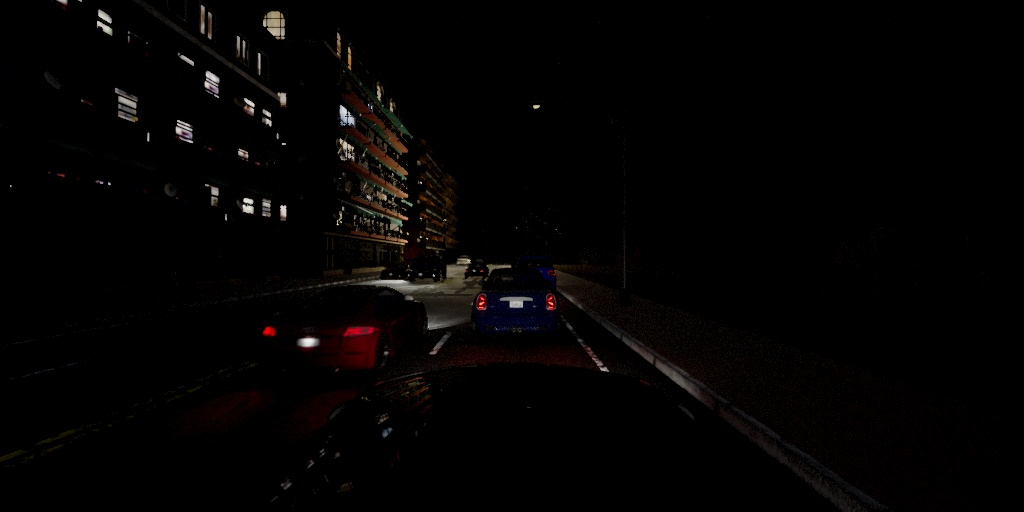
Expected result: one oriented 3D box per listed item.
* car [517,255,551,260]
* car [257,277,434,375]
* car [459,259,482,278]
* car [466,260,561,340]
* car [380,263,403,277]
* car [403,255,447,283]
[{"bbox_3d":[1.137,0.977,19.747,2.150,2.045,5.566,0,0,0],"label":"car"},{"bbox_3d":[-3.152,1.314,7.554,1.994,1.385,4.181,0,0,0],"label":"car"},{"bbox_3d":[-3.154,1.300,32.825,2.033,1.411,5.357,0,0,1],"label":"car"},{"bbox_3d":[0.098,1.103,10.172,2.097,1.767,4.553,0,0,0],"label":"car"},{"bbox_3d":[-9.850,1.316,31.149,1.994,1.385,4.181,0,0,0],"label":"car"},{"bbox_3d":[-6.599,0.974,28.596,2.150,2.045,5.566,0,0,0],"label":"car"}]
